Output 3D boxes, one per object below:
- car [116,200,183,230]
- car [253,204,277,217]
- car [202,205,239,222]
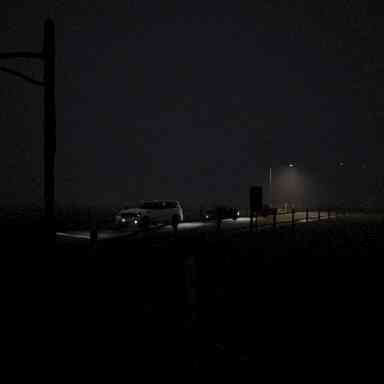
[{"bbox_3d":[-2.973,1.608,24.612,2.150,2.045,5.566,0,-1,36],"label":"car"},{"bbox_3d":[8.869,2.266,40.782,2.128,1.511,4.902,0,-1,36],"label":"car"},{"bbox_3d":[2.841,2.067,32.552,2.128,1.511,4.902,0,-1,36],"label":"car"}]
